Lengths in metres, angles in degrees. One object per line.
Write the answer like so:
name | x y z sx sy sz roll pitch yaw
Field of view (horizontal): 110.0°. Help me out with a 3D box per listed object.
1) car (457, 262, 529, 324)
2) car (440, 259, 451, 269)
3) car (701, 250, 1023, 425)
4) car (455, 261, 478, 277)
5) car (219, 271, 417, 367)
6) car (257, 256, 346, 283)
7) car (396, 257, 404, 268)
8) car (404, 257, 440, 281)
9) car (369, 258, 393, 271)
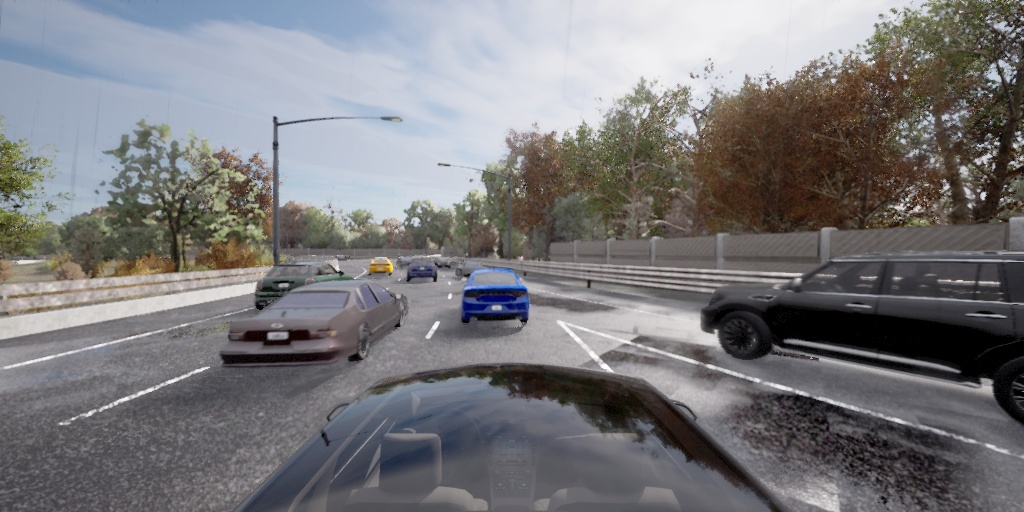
car | -0.625 1.143 11.643 1.882 1.535 5.008 0 1 -5
car | -9.080 0.985 45.151 1.895 1.301 4.718 0 1 -23
car | 6.020 0.935 5.659 2.150 2.045 5.566 0 1 -29
car | -3.334 1.083 29.030 1.994 1.385 4.181 0 1 -18
car | -3.731 1.242 7.935 2.033 1.411 5.357 0 0 -4
car | -7.909 1.001 14.147 2.097 1.767 4.553 0 1 -7
car | -14.775 0.899 49.332 2.033 1.411 5.357 0 1 -26
car | -6.786 0.888 27.138 2.097 1.767 4.553 0 1 -14
car | -12.242 0.962 33.587 1.882 1.535 5.008 0 0 -18
